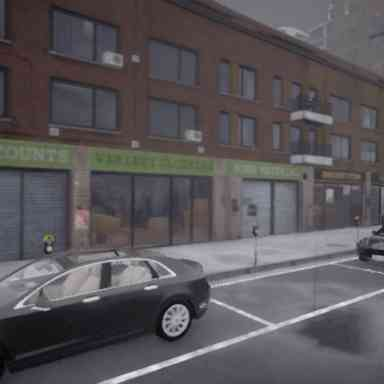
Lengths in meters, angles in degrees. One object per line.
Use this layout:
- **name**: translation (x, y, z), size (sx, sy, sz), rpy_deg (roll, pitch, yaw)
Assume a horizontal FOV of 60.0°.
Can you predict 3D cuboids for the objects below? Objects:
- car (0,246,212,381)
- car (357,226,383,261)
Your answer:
- **car**: translation (-1.719, 1.565, 4.962), size (4.403, 1.369, 2.008), rpy_deg (1, 0, -36)
- **car**: translation (7.532, 1.694, 11.562), size (4.313, 1.339, 1.947), rpy_deg (1, 0, -36)
